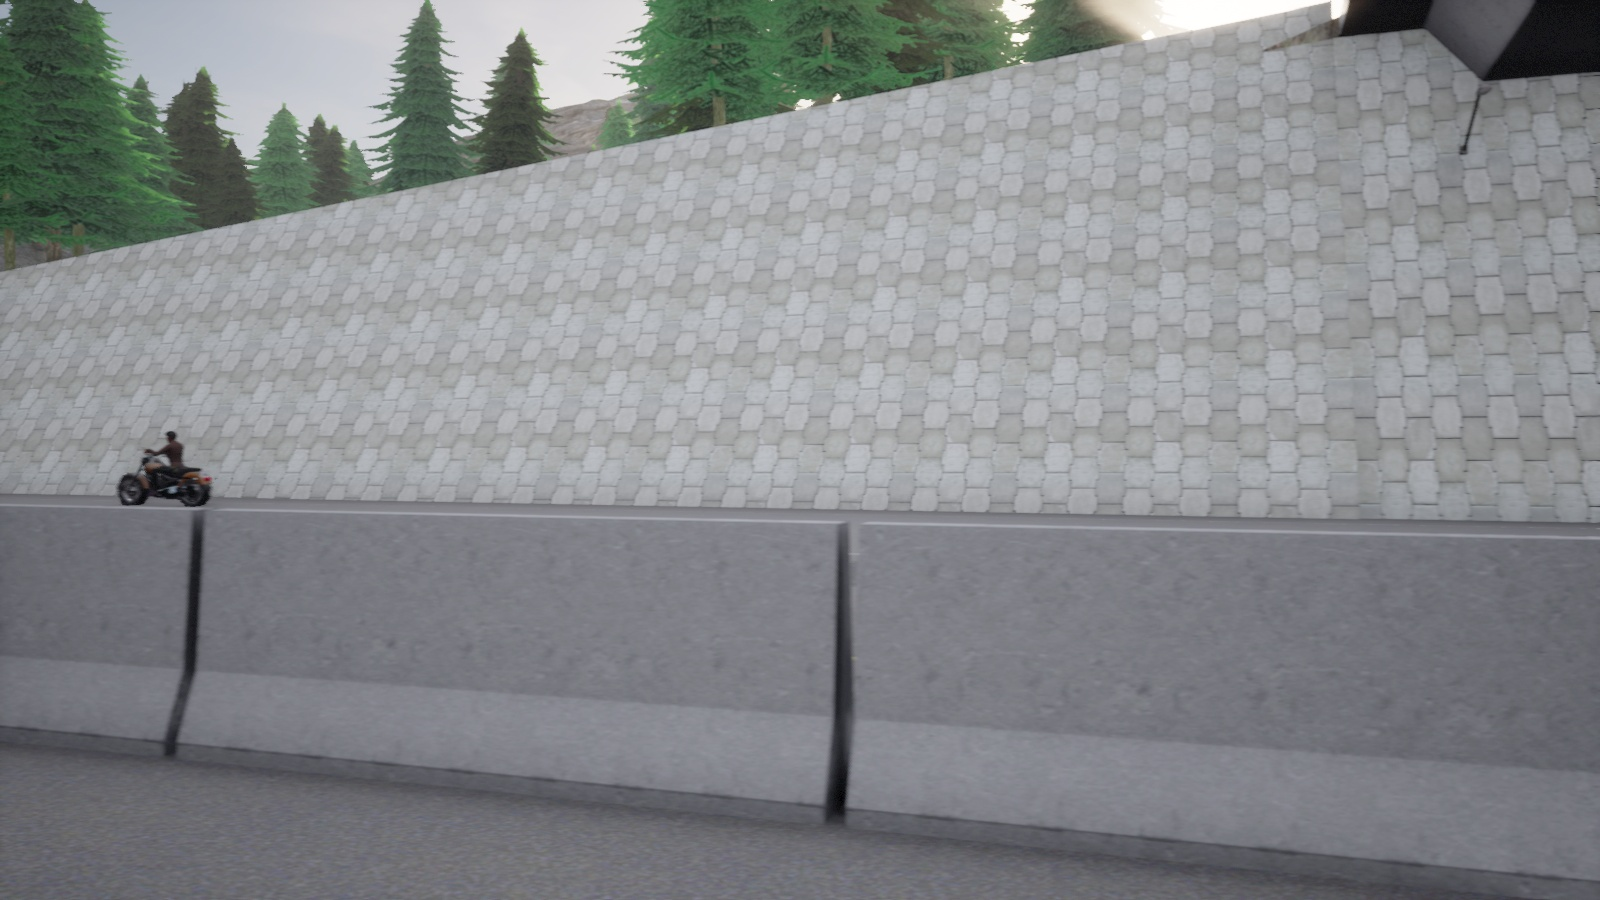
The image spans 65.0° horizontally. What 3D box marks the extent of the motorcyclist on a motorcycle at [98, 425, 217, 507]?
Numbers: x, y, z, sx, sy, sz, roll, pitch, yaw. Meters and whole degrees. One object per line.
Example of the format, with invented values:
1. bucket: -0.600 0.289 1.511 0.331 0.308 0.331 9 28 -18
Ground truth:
1. motorcyclist on a motorcycle: -13.378 0.308 26.155 2.350 1.649 0.766 0 1 19
